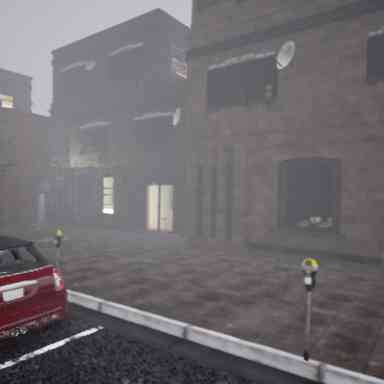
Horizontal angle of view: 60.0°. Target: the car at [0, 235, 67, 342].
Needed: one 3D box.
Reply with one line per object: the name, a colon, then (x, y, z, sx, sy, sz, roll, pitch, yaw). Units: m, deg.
car: (-4.045, 1.449, 5.753, 4.097, 1.590, 1.967, 0, 1, 36)
